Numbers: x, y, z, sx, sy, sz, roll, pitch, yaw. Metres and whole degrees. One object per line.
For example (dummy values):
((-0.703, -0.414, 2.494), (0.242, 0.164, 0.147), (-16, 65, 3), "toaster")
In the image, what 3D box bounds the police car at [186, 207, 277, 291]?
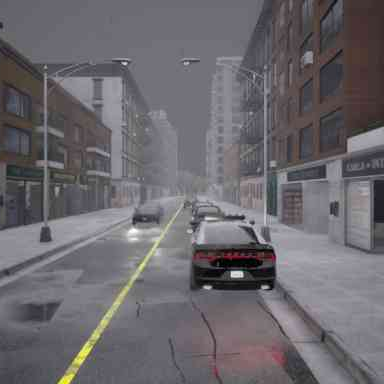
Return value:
((0.886, 1.424, 9.168), (1.930, 1.638, 5.238), (0, 0, 0), "police car")

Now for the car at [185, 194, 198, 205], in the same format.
((-0.100, 1.314, 59.535), (2.097, 1.767, 4.553), (0, 0, 0), "car")

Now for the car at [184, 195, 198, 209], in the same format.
((-0.065, 1.329, 45.947), (2.097, 1.767, 4.553), (0, 0, 0), "car")

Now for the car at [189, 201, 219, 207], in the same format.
((0.869, 1.501, 19.057), (1.837, 1.490, 4.892), (0, 0, 0), "car")

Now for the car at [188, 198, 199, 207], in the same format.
((0.858, 1.471, 25.058), (1.882, 1.535, 5.008), (0, 0, 0), "car")

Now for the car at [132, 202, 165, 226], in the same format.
((-3.039, 1.471, 23.879), (1.882, 1.535, 5.008), (0, 0, 0), "car")
